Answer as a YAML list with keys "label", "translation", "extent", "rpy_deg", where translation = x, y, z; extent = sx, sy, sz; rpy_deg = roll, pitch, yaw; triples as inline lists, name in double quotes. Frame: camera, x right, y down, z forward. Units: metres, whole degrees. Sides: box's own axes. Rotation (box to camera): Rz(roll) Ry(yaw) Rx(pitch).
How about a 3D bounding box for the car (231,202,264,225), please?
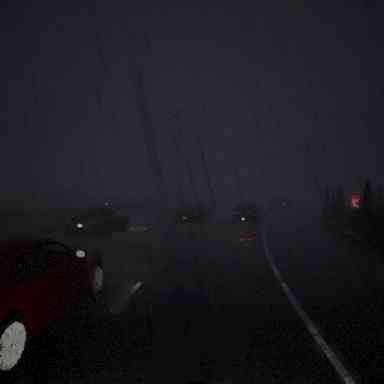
- label: "car"
  translation: [4.120, 1.525, 24.534]
  extent: [1.837, 1.490, 4.892]
  rpy_deg: [0, 0, 17]

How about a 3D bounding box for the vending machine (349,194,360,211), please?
- label: "vending machine"
  translation: [19.940, 1.269, 40.852]
  extent: [1.100, 2.100, 0.880]
  rpy_deg: [0, 0, 32]

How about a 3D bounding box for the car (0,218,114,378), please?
- label: "car"
  translation: [-3.041, 1.468, 5.567]
  extent: [1.882, 1.535, 5.008]
  rpy_deg: [0, 0, 4]

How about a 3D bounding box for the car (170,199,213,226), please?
- label: "car"
  translation: [0.174, 1.482, 23.614]
  extent: [1.882, 1.535, 5.008]
  rpy_deg: [0, 0, 15]

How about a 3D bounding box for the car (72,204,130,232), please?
- label: "car"
  translation: [-4.866, 1.550, 17.603]
  extent: [1.994, 1.385, 4.181]
  rpy_deg: [0, 0, 11]

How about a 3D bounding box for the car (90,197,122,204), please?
- label: "car"
  translation: [-11.226, 1.446, 43.596]
  extent: [1.882, 1.535, 5.008]
  rpy_deg: [0, 0, 25]

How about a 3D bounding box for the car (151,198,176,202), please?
- label: "car"
  translation: [-3.073, 1.597, 44.513]
  extent: [1.895, 1.301, 4.718]
  rpy_deg: [0, 0, 27]

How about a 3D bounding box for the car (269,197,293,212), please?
- label: "car"
  translation: [10.838, 1.395, 40.391]
  extent: [2.097, 1.767, 4.553]
  rpy_deg: [0, 0, 28]

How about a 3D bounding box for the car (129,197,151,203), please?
- label: "car"
  translation: [-6.696, 1.489, 44.986]
  extent: [1.837, 1.490, 4.892]
  rpy_deg: [0, 0, 26]
